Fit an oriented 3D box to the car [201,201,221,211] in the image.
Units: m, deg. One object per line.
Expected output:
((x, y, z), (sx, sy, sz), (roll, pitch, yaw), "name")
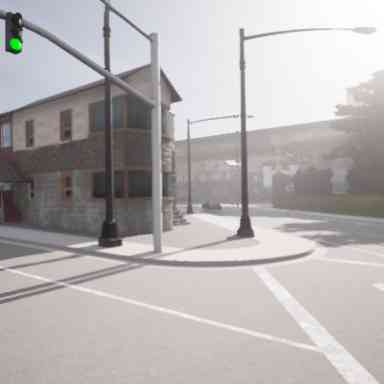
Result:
((2.633, 1.883, 46.098), (2.033, 1.411, 5.357), (-1, 0, -10), "car")
